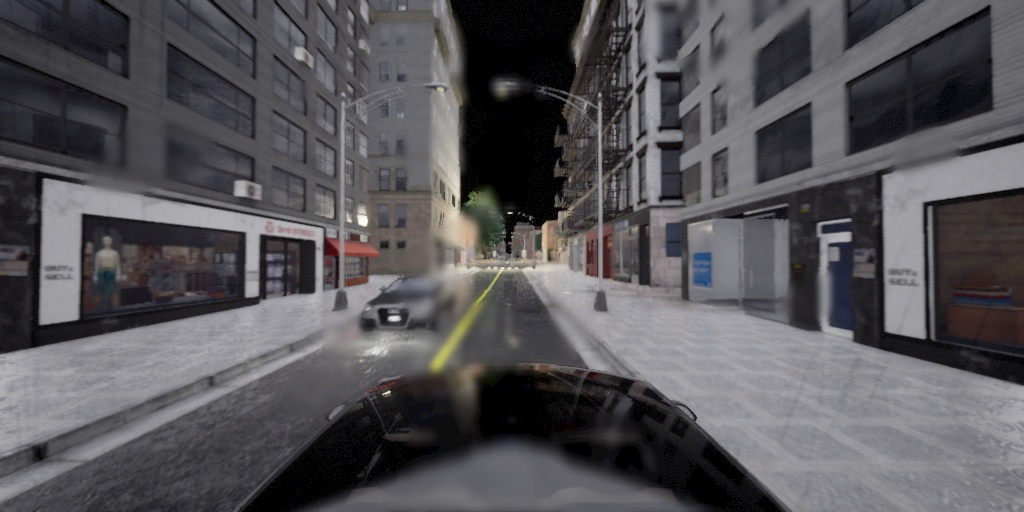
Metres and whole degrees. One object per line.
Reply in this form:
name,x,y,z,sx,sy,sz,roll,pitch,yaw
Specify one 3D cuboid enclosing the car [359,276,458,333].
car,-2.828,1.310,10.626,1.994,1.385,4.181,0,0,0
